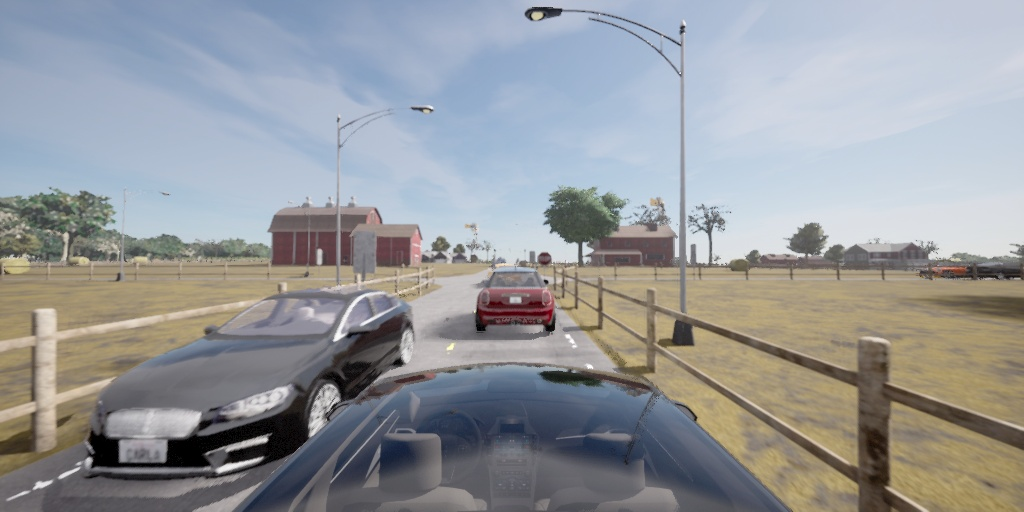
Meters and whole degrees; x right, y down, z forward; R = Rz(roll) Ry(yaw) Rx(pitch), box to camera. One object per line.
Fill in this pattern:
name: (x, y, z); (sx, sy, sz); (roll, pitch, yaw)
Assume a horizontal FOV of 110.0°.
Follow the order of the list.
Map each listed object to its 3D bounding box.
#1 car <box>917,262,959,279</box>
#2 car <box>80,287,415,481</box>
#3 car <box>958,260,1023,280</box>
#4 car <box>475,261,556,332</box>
car: (41.997, 1.319, 34.448); (4.553, 1.767, 2.097); (0, -3, 1)
car: (-2.833, 1.252, 5.215); (2.128, 1.511, 4.902); (0, 0, 0)
car: (43.302, 1.322, 31.583); (5.008, 1.535, 1.882); (0, -3, 1)
car: (0.108, 1.133, 11.104); (2.097, 1.767, 4.553); (0, 0, 1)
